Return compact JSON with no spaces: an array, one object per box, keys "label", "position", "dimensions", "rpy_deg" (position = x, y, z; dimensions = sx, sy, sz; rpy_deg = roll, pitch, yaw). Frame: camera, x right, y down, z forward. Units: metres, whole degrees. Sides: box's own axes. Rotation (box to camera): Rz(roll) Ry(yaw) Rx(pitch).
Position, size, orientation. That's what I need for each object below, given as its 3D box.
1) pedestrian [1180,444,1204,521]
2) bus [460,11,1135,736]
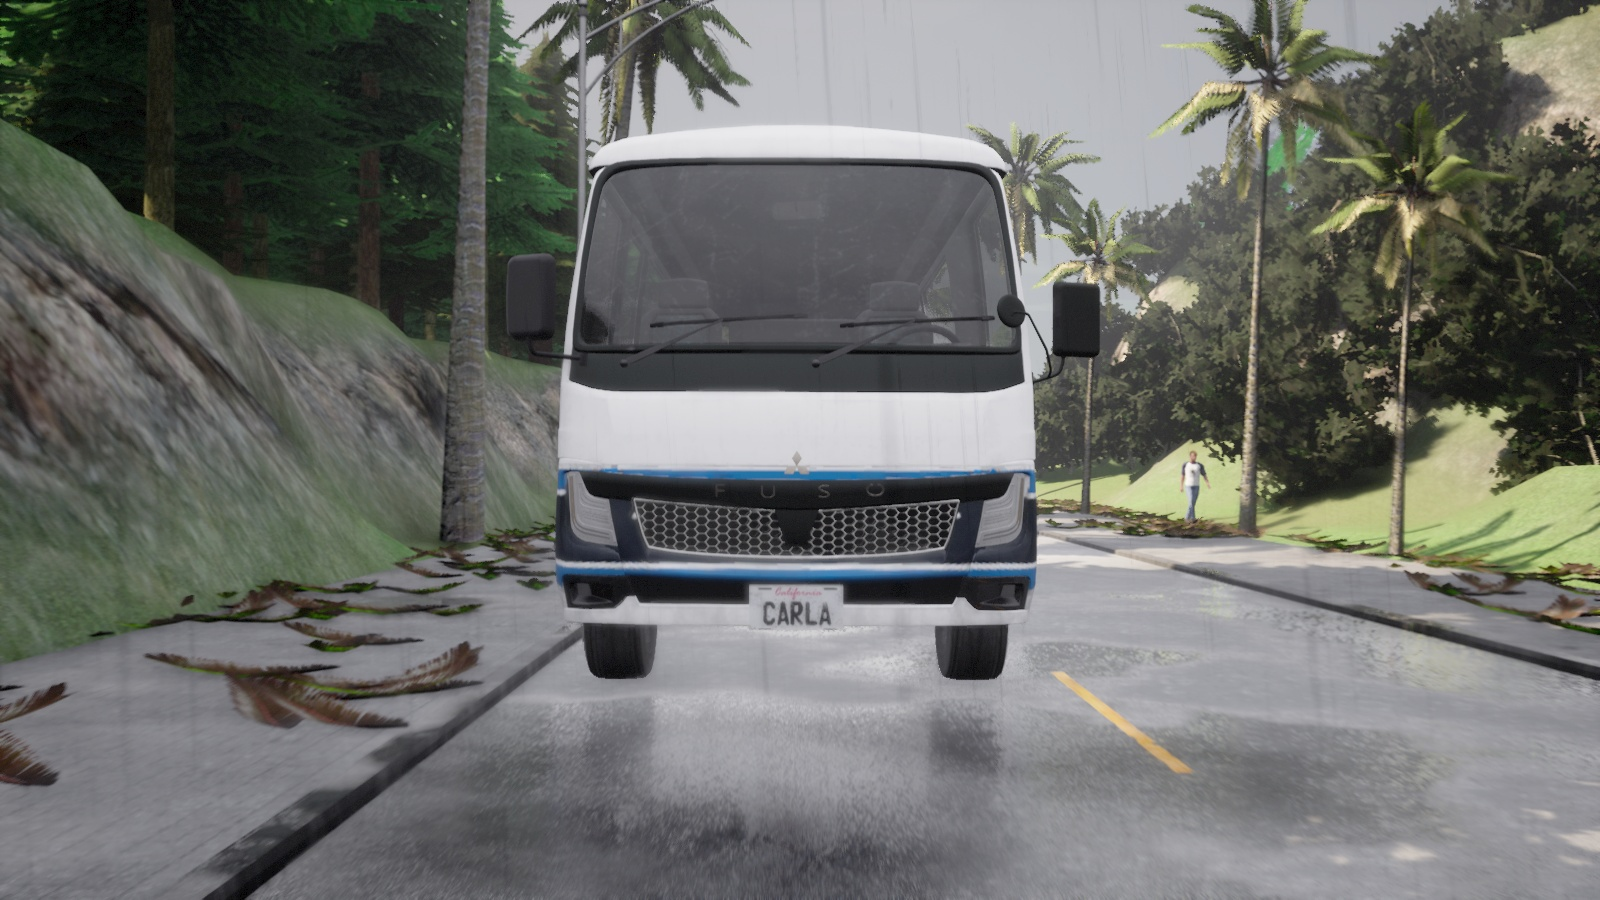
[{"label":"pedestrian","position":[9.455,0.784,30.316],"dimensions":[0.354,1.836,0.706],"rpy_deg":[0,-1,0]},{"label":"bus","position":[-0.032,-0.352,12.522],"dimensions":[3.944,4.253,10.273],"rpy_deg":[0,-1,0]}]
